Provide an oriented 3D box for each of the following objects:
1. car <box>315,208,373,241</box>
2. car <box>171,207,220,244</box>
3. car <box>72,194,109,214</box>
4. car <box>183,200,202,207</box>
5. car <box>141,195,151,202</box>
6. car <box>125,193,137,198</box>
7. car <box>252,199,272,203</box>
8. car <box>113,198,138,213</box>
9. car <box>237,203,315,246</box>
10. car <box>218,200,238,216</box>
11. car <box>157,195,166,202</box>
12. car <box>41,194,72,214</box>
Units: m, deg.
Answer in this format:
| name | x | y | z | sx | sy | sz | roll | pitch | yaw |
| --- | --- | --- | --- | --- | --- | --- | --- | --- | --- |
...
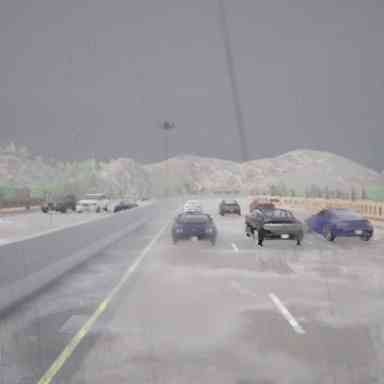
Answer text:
| name | x | y | z | sx | sy | sz | roll | pitch | yaw |
| --- | --- | --- | --- | --- | --- | --- | --- | --- | --- |
| car | 7.092 | 1.530 | 16.448 | 1.812 | 1.442 | 4.674 | 0 | 0 | 0 |
| car | 0.092 | 1.604 | 15.710 | 1.895 | 1.301 | 4.718 | 0 | 0 | 0 |
| car | -10.613 | 1.226 | 35.906 | 2.150 | 2.045 | 5.566 | 0 | 0 | 0 |
| car | 0.071 | 1.533 | 33.577 | 1.812 | 1.442 | 4.674 | 0 | 0 | 0 |
| car | -10.456 | 1.488 | 76.496 | 2.033 | 1.411 | 5.357 | 0 | 0 | 0 |
| car | -13.958 | 1.171 | 76.228 | 2.150 | 2.045 | 5.566 | 0 | 0 | 0 |
| car | 7.083 | 1.486 | 34.032 | 1.882 | 1.535 | 5.008 | 0 | 0 | 0 |
| car | -7.113 | 1.609 | 35.956 | 1.895 | 1.301 | 4.718 | 0 | 0 | 0 |
| car | 3.593 | 1.495 | 15.277 | 2.128 | 1.511 | 4.902 | 0 | 0 | 0 |
| car | 3.583 | 1.499 | 32.450 | 2.128 | 1.511 | 4.902 | 0 | 0 | 0 |
| car | -6.953 | 1.451 | 76.735 | 1.837 | 1.490 | 4.892 | 0 | 0 | 2 |
| car | -14.113 | 1.227 | 35.807 | 2.150 | 2.045 | 5.566 | 0 | 0 | 0 |
